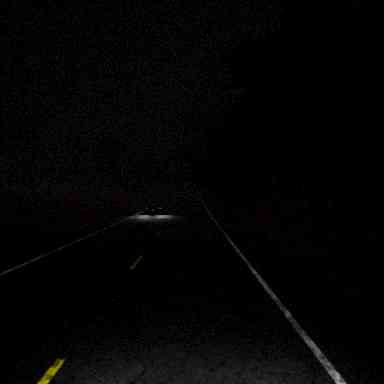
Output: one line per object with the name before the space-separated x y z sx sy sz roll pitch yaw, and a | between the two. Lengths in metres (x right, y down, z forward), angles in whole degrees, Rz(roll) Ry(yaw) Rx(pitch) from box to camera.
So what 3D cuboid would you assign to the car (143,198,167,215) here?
car | -3.541 1.362 32.576 1.837 1.490 4.892 0 1 0
